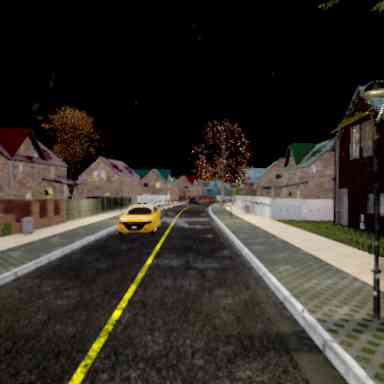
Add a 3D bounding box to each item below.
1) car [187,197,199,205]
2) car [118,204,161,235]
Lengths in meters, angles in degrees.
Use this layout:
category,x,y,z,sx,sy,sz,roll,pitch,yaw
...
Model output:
category,x,y,z,sx,sy,sz,roll,pitch,yaw
car,0.301,1.643,61.545,1.837,1.490,4.892,0,0,6
car,-2.843,1.458,18.834,1.882,1.535,5.008,0,0,0
